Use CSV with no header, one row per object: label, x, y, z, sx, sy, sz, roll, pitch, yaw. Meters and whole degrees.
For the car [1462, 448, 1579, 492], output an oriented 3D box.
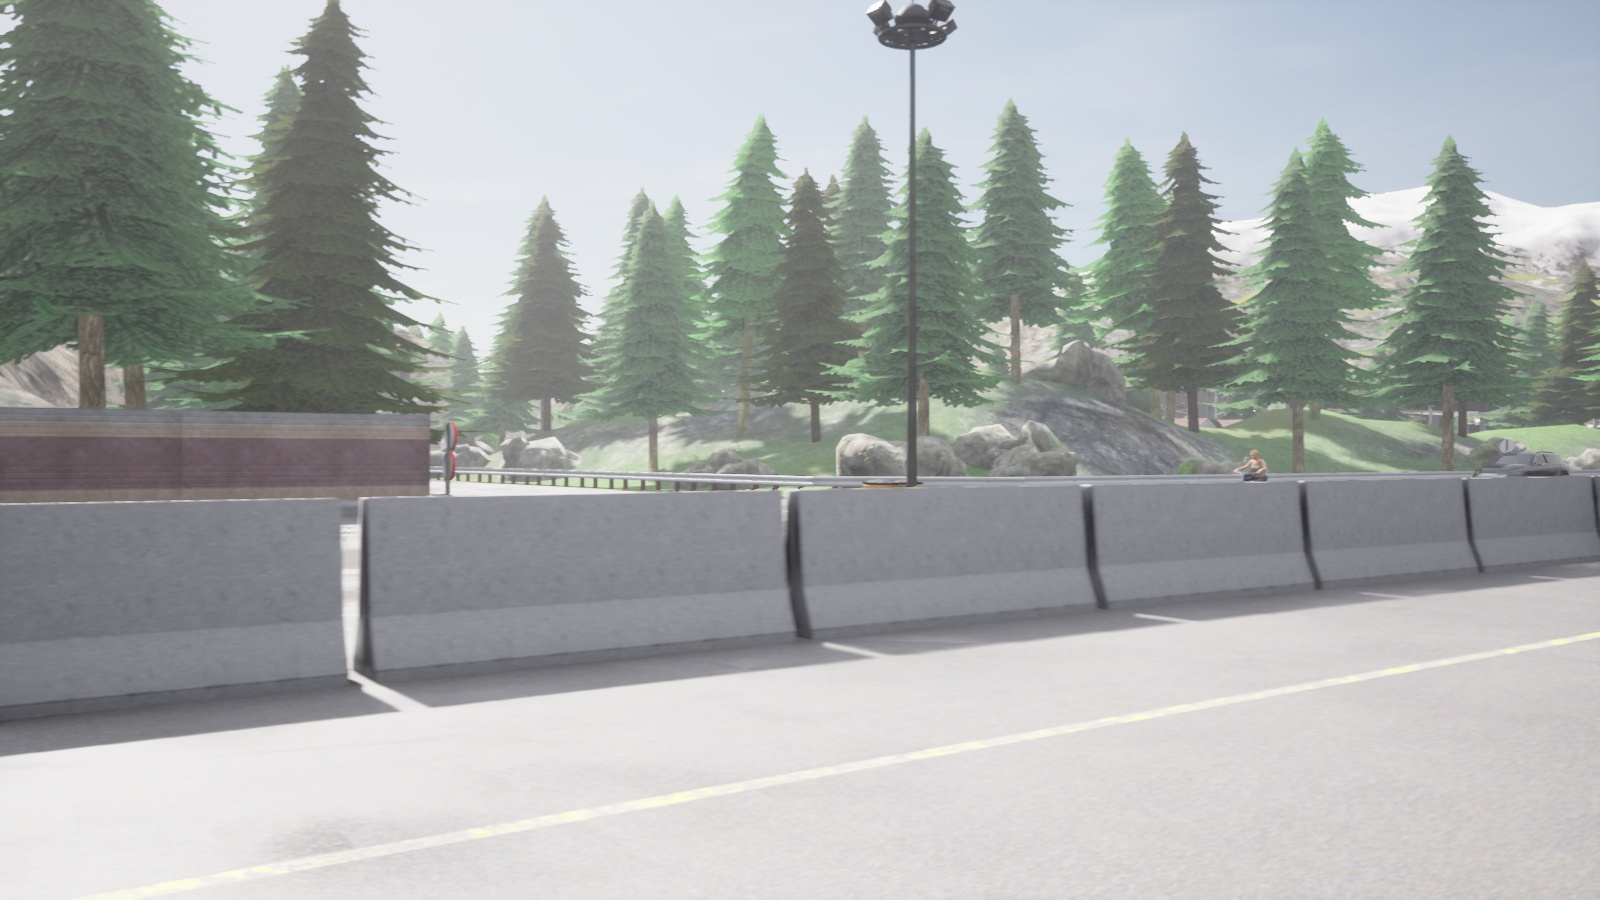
car,27.903,0.735,48.597,4.856,1.649,2.033,0,0,-35
